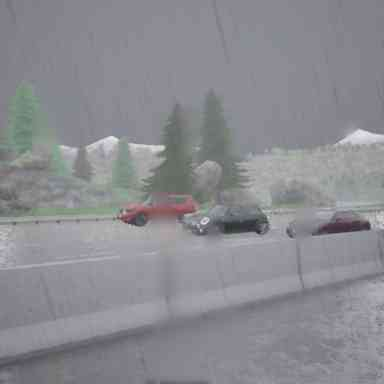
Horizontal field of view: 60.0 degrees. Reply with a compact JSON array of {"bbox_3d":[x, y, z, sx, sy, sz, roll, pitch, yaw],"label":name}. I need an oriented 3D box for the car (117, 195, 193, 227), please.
[{"bbox_3d":[-2.298,1.238,23.115,5.566,2.045,2.150,0,0,-31],"label":"car"}]

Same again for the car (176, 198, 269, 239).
[{"bbox_3d":[1.817,1.372,17.403,4.553,1.767,2.097,0,0,-31],"label":"car"}]

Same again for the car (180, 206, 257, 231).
[{"bbox_3d":[1.777,1.625,21.460,4.718,1.301,1.895,0,0,-30],"label":"car"}]

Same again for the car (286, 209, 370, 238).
[{"bbox_3d":[6.736,1.558,16.241,4.674,1.442,1.812,0,0,-29],"label":"car"}]
